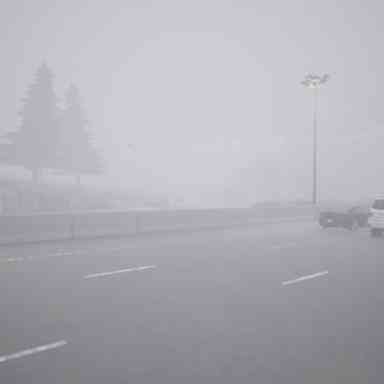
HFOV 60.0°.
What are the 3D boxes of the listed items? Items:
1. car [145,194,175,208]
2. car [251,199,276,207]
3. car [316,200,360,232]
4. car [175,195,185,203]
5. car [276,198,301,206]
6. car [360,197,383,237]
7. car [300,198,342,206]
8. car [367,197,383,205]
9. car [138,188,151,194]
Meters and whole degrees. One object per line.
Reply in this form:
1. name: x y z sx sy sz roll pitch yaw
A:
1. car: -4.721 1.435 46.778 2.033 1.411 5.357 1 0 18
2. car: 9.846 1.617 43.184 4.718 1.301 1.895 0 0 -38
3. car: 9.898 1.528 20.720 5.008 1.535 1.882 0 0 -38
4. car: -2.395 1.386 64.004 1.812 1.442 4.674 1 0 -2
5. car: 13.162 1.539 41.334 4.902 1.511 2.128 0 0 -38
6. car: 11.296 1.290 17.365 5.566 2.045 2.150 0 0 -38
7. car: 14.914 1.592 38.263 4.674 1.442 1.812 0 0 -38
8. car: 34.977 1.753 62.832 4.181 1.385 1.994 0 0 -38
9. car: -13.285 -0.233 92.280 1.812 1.442 4.674 0 4 -40
